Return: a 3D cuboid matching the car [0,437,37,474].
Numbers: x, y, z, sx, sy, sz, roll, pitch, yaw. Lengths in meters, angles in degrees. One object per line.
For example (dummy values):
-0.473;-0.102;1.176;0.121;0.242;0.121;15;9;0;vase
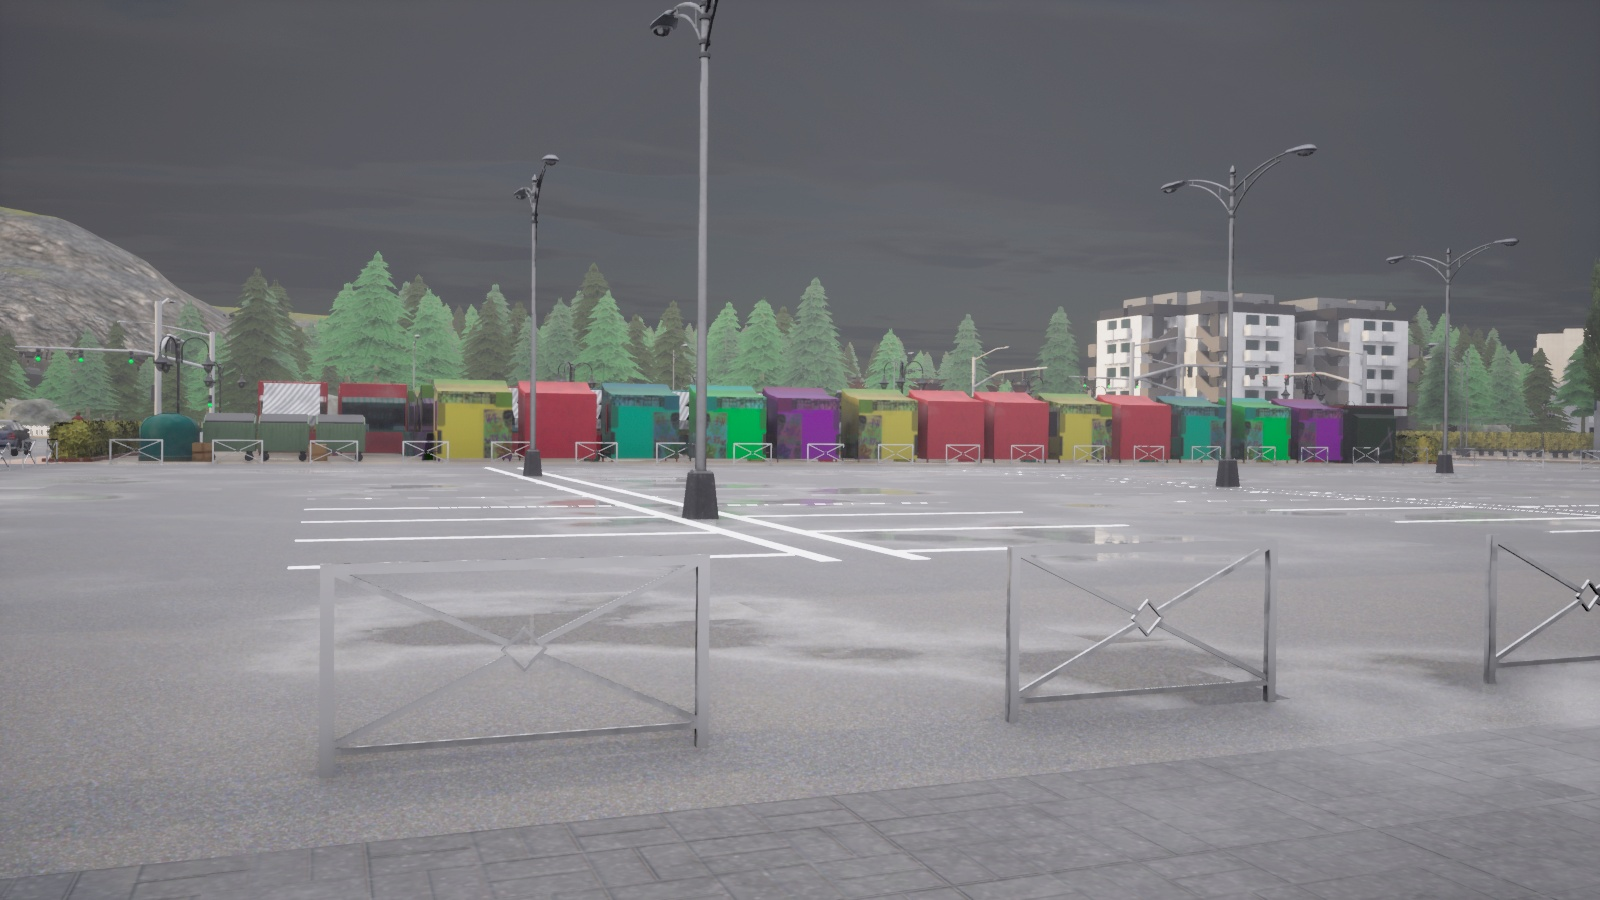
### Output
-34.291;0.212;54.059;1.789;1.549;3.705;-1;1;-21;car
